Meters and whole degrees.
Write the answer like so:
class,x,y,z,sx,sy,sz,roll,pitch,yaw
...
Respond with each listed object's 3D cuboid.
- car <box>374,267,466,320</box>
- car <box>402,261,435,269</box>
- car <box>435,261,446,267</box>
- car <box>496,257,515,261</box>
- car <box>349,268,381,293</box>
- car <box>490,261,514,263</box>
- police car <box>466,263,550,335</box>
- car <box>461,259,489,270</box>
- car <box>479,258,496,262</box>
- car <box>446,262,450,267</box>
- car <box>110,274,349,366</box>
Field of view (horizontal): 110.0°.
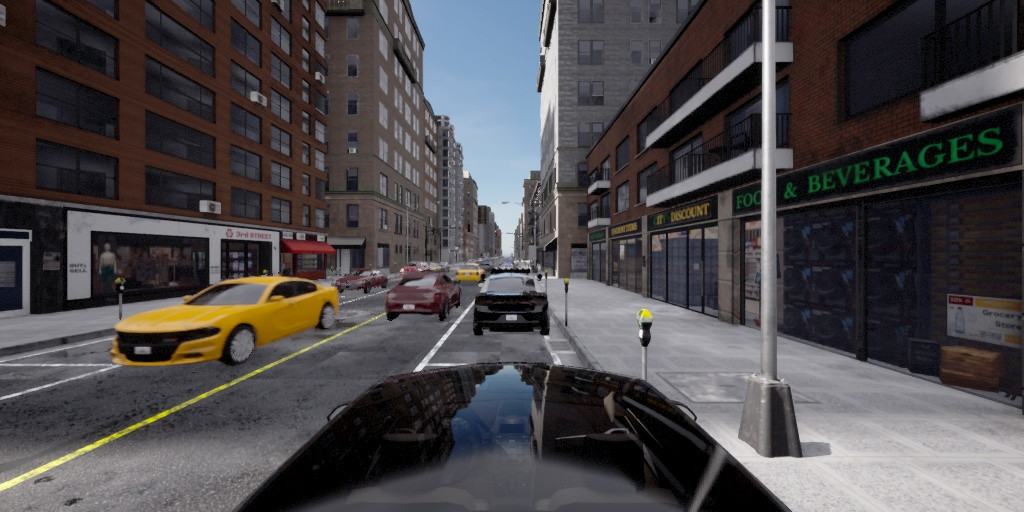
class,x,y,z,sx,sy,sz,roll,pitch,yaw
car,-2.922,1.275,12.452,1.812,1.442,4.674,0,0,0
car,-8.408,1.190,31.425,1.967,1.591,4.097,0,0,0
car,-8.408,1.275,36.773,1.751,1.417,4.829,0,0,0
car,-0.383,1.190,36.951,1.967,1.591,4.097,0,0,0
car,-8.408,1.332,20.388,1.802,1.307,4.207,0,0,0
car,-0.383,1.300,25.913,2.007,1.370,4.403,0,0,0
police car,-0.012,1.175,10.610,1.930,1.638,5.238,0,0,0
car,-3.020,1.206,26.879,1.801,1.575,5.366,0,0,0
car,-2.921,1.242,40.562,2.128,1.511,4.902,0,0,0
car,-8.408,1.300,42.461,2.007,1.370,4.403,0,0,0
car,-5.868,1.227,8.196,1.882,1.535,5.008,0,0,0
